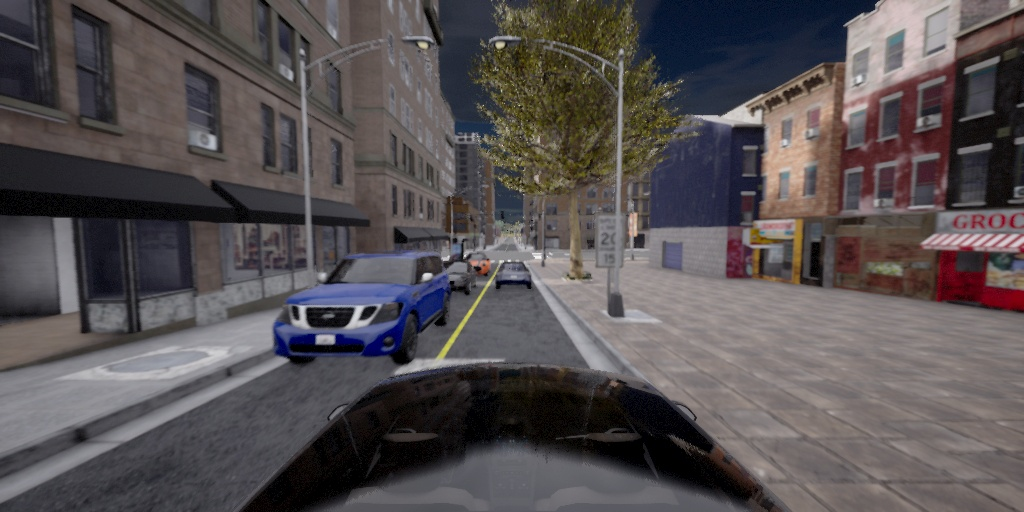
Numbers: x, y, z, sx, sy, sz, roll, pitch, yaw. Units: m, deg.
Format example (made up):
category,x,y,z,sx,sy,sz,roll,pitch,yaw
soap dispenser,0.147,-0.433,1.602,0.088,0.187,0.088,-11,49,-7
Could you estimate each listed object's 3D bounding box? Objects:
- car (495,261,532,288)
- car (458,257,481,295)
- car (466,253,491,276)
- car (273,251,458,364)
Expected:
category,x,y,z,sx,sy,sz,roll,pitch,yaw
car,0.097,0.981,20.496,1.994,1.385,4.181,0,2,0
car,-2.814,0.989,17.897,1.837,1.490,4.892,0,1,0
car,-2.778,0.547,27.755,2.097,1.767,4.553,0,2,0
car,-2.852,0.898,8.302,2.150,2.045,5.566,0,1,1
